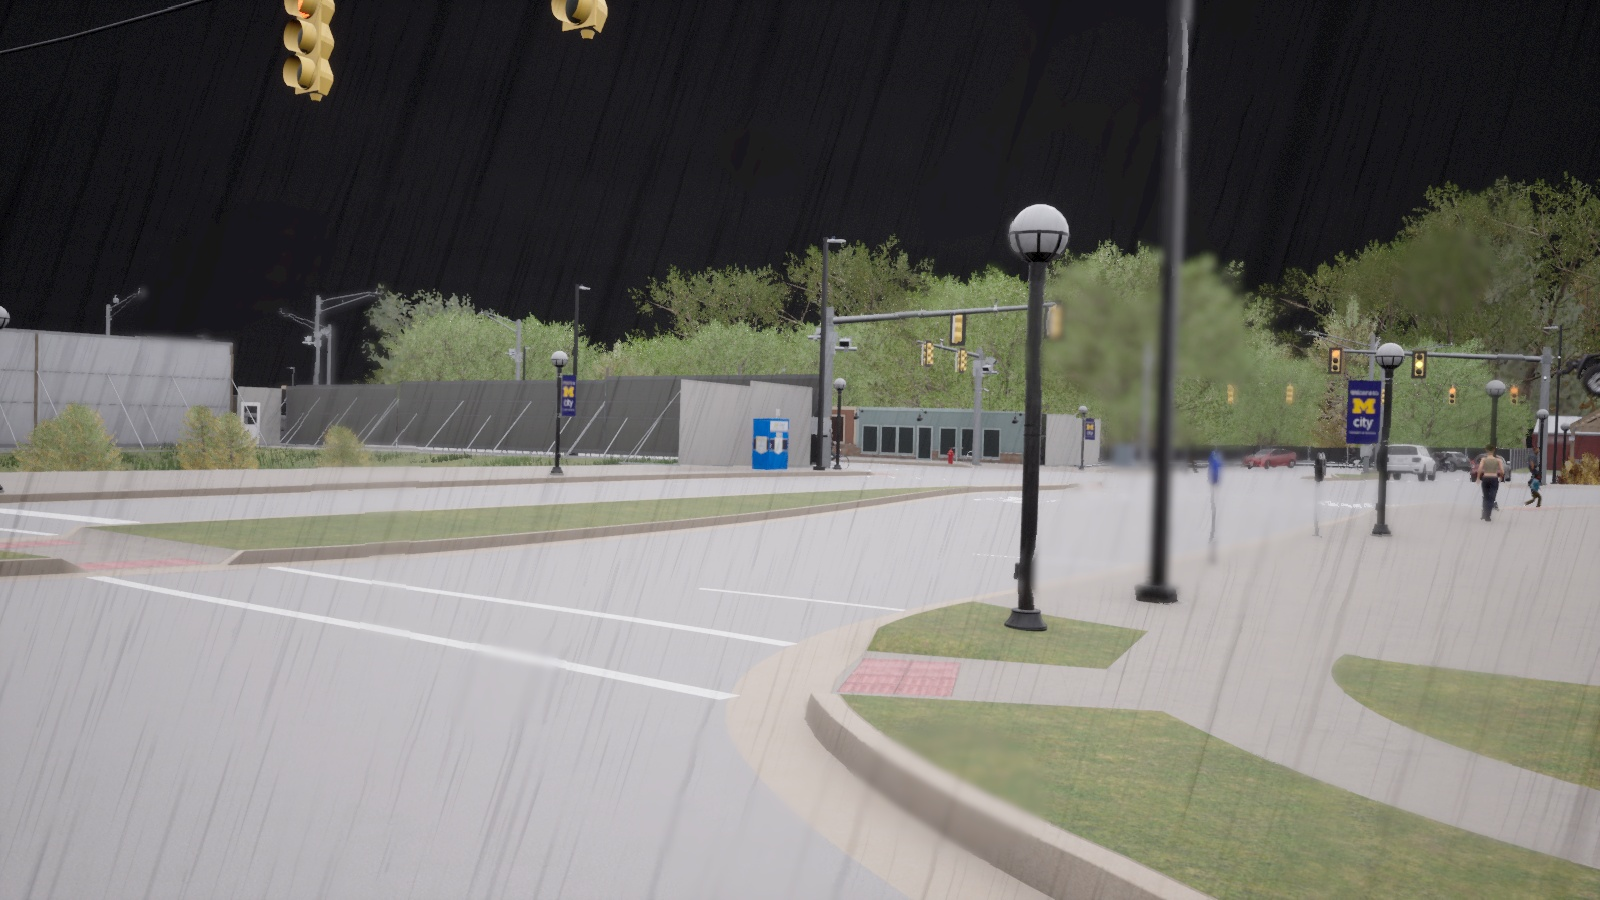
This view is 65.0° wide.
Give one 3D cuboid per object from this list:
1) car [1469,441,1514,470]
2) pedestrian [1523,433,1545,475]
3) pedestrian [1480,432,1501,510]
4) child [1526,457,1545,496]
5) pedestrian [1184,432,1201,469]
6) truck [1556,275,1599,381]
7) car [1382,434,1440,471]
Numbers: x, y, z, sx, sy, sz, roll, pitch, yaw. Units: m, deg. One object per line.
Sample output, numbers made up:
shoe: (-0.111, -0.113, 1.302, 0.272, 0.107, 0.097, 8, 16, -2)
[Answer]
car: (40.739, 0.294, 73.917, 1.851, 1.617, 3.988, 0, 1, 36)
pedestrian: (32.529, 0.159, 55.641, 0.694, 1.848, 0.540, 2, 2, 44)
pedestrian: (16.453, 0.483, 29.927, 0.345, 1.836, 0.594, 2, 2, 34)
child: (22.917, 0.824, 39.134, 0.448, 1.192, 0.343, 1, 2, 24)
pedestrian: (20.583, 0.037, 65.860, 0.692, 1.930, 0.395, 2, 2, 41)
truck: (30.155, -4.365, 42.208, 7.936, 3.462, 2.891, -3, 2, 32)
car: (35.005, 0.159, 71.877, 2.150, 2.045, 5.566, 0, 0, 35)
